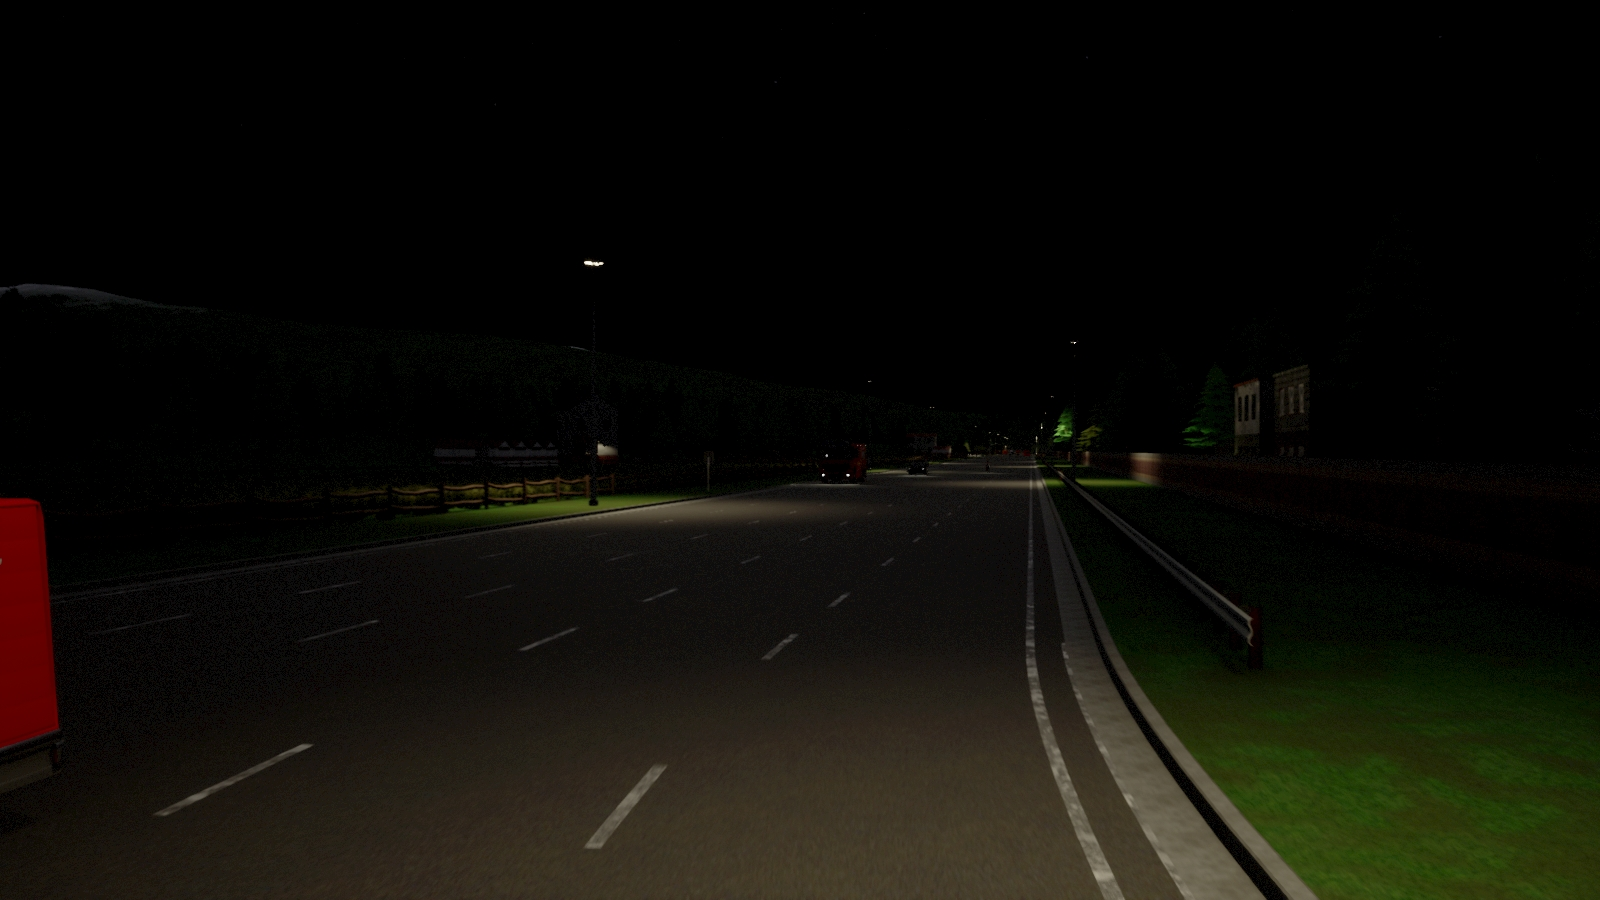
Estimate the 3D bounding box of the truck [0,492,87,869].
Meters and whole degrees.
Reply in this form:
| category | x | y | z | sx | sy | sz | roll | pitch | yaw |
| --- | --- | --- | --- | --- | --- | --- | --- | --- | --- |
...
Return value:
| category | x | y | z | sx | sy | sz | roll | pitch | yaw |
| --- | --- | --- | --- | --- | --- | --- | --- | --- | --- |
| truck | -6.751 | 1.560 | 5.905 | 2.627 | 2.467 | 5.204 | 0 | 0 | 4 |
